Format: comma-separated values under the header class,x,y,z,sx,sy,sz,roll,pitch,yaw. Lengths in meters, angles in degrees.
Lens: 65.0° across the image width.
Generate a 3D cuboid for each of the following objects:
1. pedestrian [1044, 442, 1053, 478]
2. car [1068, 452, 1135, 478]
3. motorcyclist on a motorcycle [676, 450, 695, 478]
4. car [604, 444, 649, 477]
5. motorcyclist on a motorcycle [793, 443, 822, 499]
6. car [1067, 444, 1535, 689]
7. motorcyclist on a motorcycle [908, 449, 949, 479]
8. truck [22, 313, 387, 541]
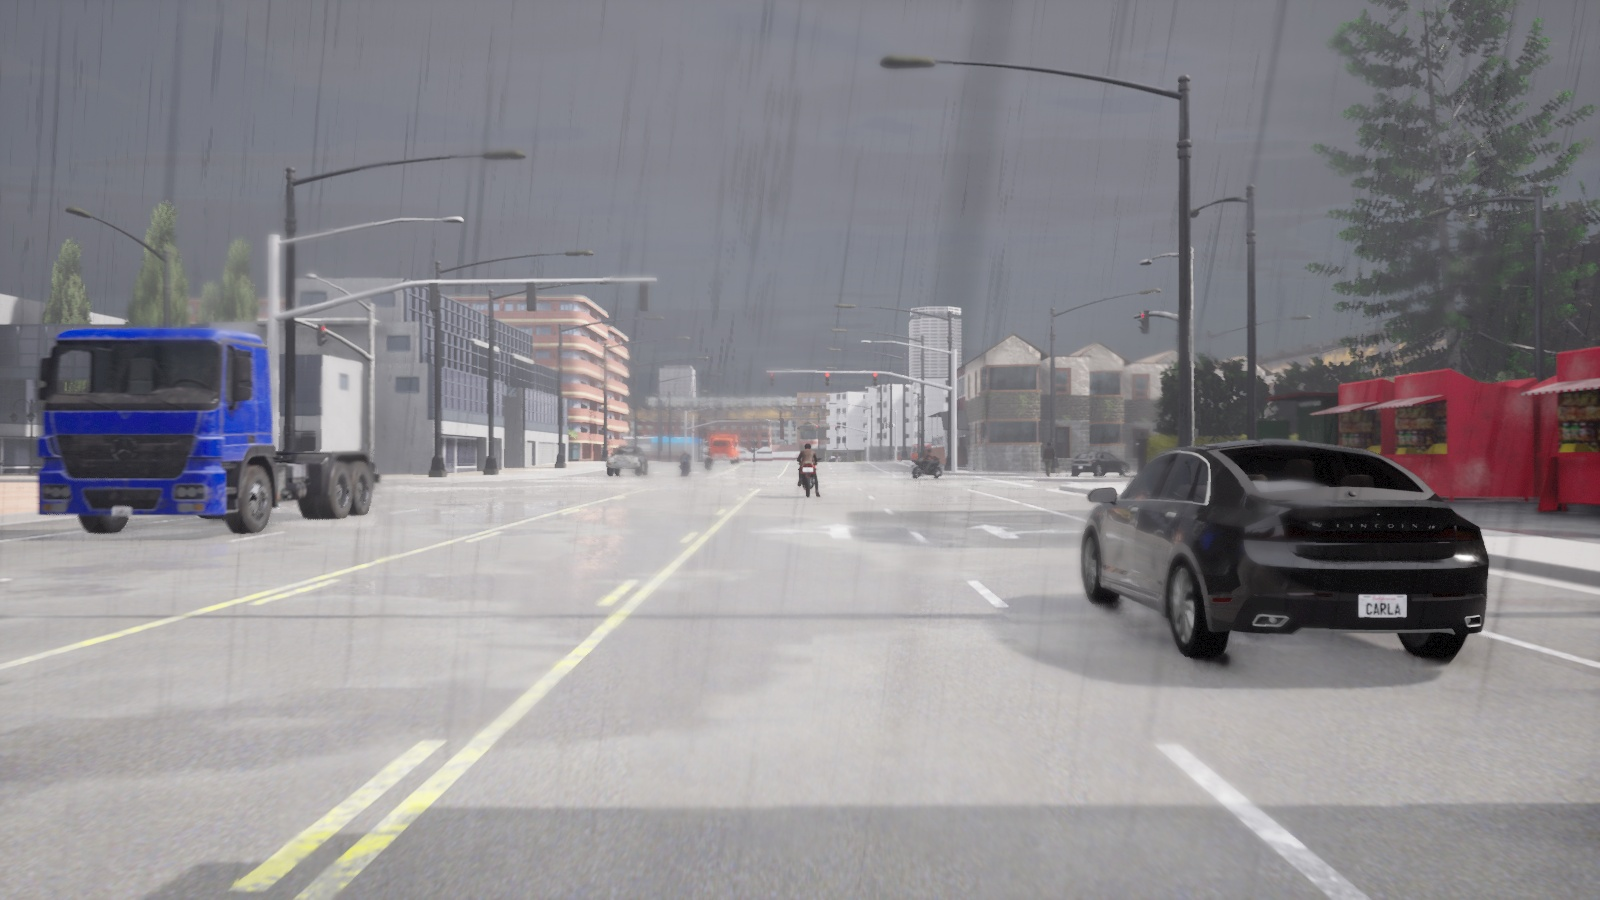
class,x,y,z,sx,sy,sz,roll,pitch,yaw
pedestrian,12.674,0.501,63.948,0.431,1.840,0.703,0,-1,12
car,17.756,0.863,73.895,4.193,1.474,1.816,1,-1,-43
motorcyclist on a motorcycle,-6.569,0.796,71.870,0.866,1.530,2.191,0,0,0
car,-10.064,0.582,73.193,1.932,1.855,4.605,0,0,0
motorcyclist on a motorcycle,0.220,0.567,35.414,0.797,1.523,2.044,0,0,0
car,3.574,0.699,10.108,1.837,1.490,4.892,0,0,0
motorcyclist on a motorcycle,6.483,0.714,63.390,2.044,1.523,0.797,0,-1,-35
truck,-10.351,-0.371,23.047,2.891,3.462,7.936,0,0,0
